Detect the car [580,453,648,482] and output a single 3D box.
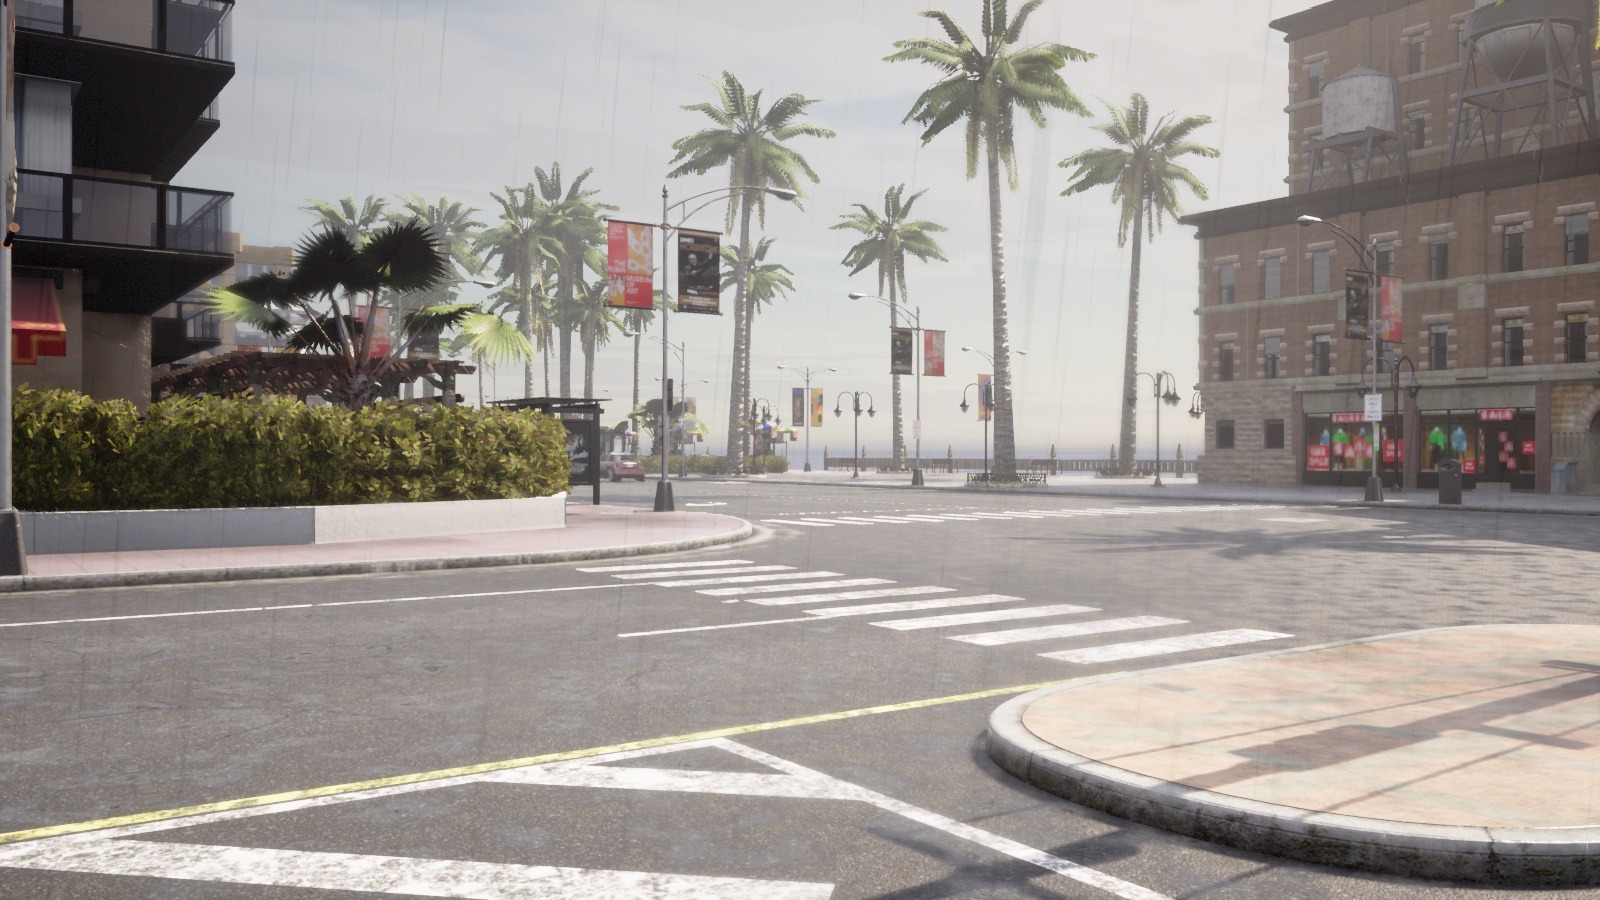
[{"bbox_3d":[-9.685,0.890,65.115,1.970,1.475,3.806,0,0,-35],"label":"car"}]
